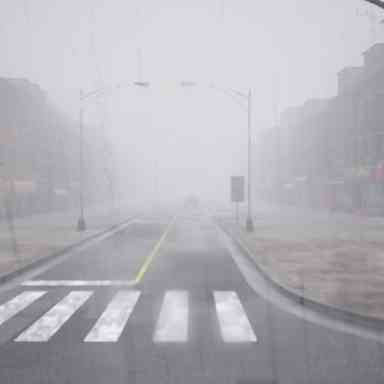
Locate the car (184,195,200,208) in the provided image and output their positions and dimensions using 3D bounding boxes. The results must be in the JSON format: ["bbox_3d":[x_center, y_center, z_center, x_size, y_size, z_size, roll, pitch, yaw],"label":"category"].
[{"bbox_3d":[-0.016,1.261,43.784,1.837,1.490,4.892,0,0,0],"label":"car"}]

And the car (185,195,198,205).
[{"bbox_3d":[-0.019,1.227,54.206,2.033,1.411,5.357,0,0,0],"label":"car"}]
